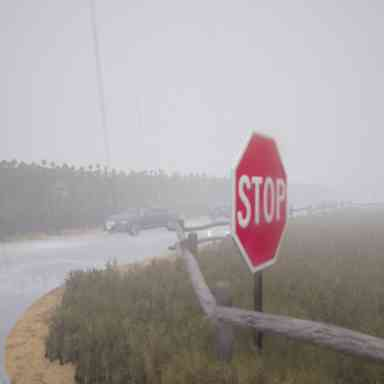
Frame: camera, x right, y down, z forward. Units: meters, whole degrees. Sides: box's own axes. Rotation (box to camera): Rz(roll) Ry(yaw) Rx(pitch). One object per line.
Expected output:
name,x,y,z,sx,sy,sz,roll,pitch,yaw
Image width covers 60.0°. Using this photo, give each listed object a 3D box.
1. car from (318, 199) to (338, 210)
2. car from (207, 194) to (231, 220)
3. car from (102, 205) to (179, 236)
car,16.422,1.536,40.132,2.033,1.411,5.357,0,0,29
car,3.441,1.207,27.088,2.150,2.045,5.566,0,0,35
car,-2.706,1.478,18.484,2.128,1.511,4.902,0,0,36
